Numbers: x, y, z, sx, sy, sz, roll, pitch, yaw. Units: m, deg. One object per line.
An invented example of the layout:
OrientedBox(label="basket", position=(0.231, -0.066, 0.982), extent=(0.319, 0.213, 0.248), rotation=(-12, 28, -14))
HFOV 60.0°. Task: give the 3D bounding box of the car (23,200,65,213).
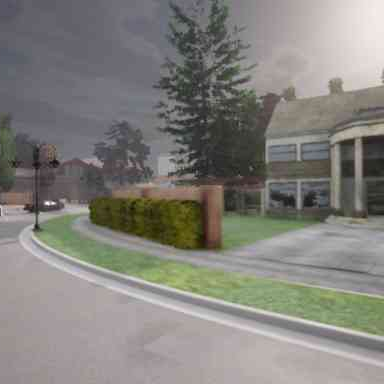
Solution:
OrientedBox(label="car", position=(-16.700, 1.578, 37.818), extent=(2.033, 1.411, 5.357), rotation=(0, 0, 12))

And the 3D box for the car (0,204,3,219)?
OrientedBox(label="car", position=(-16.765, 1.224, 25.824), extent=(2.150, 2.045, 5.566), rotation=(0, 0, -9))
